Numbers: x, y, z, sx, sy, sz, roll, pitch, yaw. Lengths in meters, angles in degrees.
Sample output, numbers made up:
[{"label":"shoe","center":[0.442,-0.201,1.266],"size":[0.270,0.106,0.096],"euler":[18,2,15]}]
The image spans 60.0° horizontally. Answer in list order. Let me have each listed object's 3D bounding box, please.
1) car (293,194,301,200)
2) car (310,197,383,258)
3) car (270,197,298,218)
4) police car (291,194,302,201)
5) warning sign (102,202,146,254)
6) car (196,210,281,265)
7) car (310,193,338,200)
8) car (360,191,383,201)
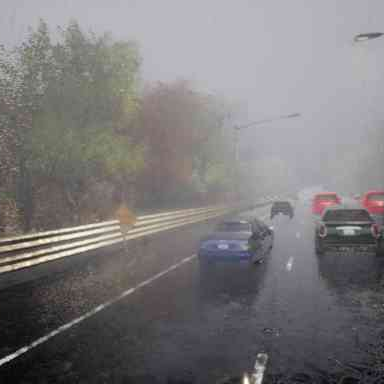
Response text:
[{"label":"car","center":[27.552,1.348,87.359],"size":[1.882,1.535,5.008],"euler":[-3,-1,20]},{"label":"car","center":[5.711,1.268,12.572],"size":[2.097,1.767,4.553],"euler":[-3,0,20]},{"label":"car","center":[8.116,1.512,29.641],"size":[1.837,1.490,4.892],"euler":[-3,0,20]},{"label":"police car","center":[24.220,1.325,78.043],"size":[1.930,1.638,5.238],"euler":[-3,-1,20]},{"label":"warning sign","center":[-2.673,1.371,13.144],"size":[1.300,1.860,1.060],"euler":[-1,1,20]},{"label":"car","center":[1.767,1.611,11.940],"size":[2.033,1.411,5.357],"euler":[-3,-1,20]},{"label":"car","center":[10.998,1.088,27.361],"size":[2.150,2.045,5.566],"euler":[-3,0,20]},{"label":"car","center":[14.253,0.943,26.084],"size":[2.150,2.045,5.566],"euler":[-3,0,20]}]
